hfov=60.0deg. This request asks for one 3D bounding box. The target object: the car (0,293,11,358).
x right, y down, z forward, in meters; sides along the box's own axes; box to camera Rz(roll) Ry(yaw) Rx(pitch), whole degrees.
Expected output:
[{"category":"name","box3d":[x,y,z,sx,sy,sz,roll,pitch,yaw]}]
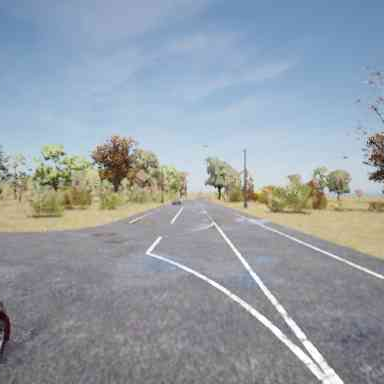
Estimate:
[{"category":"car","box3d":[-3.506,1.600,2.915,1.994,1.385,4.181,0,-1,0]}]

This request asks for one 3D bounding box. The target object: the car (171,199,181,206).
[{"category":"car","box3d":[-3.451,2.212,73.030,1.882,1.535,5.008,0,-1,0]}]
